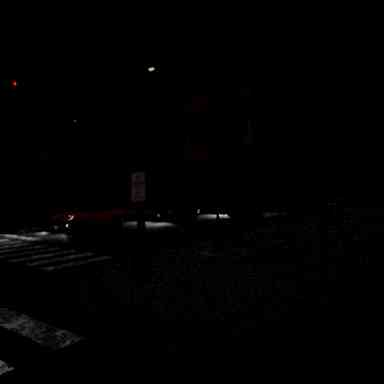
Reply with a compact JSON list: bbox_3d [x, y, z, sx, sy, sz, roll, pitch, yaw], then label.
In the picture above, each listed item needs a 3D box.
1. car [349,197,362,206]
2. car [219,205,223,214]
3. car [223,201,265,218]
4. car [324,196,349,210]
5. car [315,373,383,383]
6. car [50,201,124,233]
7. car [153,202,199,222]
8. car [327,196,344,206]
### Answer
[{"bbox_3d":[28.844,1.710,59.126,1.837,1.490,4.892,0,0,35],"label":"car"},{"bbox_3d":[4.550,1.707,36.409,1.994,1.385,4.181,0,0,36],"label":"car"},{"bbox_3d":[5.170,1.722,31.326,1.895,1.301,4.718,0,0,35],"label":"car"},{"bbox_3d":[19.962,1.707,46.589,2.033,1.411,5.357,0,0,35],"label":"car"},{"bbox_3d":[2.422,1.544,1.115,4.403,1.369,2.008,0,0,36],"label":"car"},{"bbox_3d":[-6.484,1.459,20.846,2.097,1.767,4.553,0,0,35],"label":"car"},{"bbox_3d":[-1.250,1.627,28.232,1.837,1.490,4.892,0,0,35],"label":"car"},{"bbox_3d":[26.680,1.572,61.696,2.097,1.767,4.553,0,0,35],"label":"car"}]
